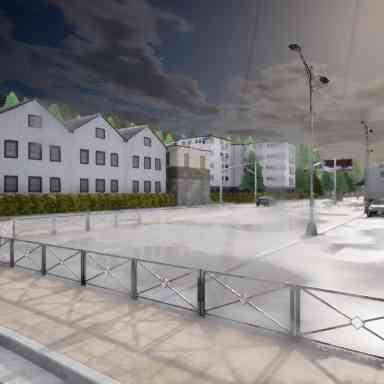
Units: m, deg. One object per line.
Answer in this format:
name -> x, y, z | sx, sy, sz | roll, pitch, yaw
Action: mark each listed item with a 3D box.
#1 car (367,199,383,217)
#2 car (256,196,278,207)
car -> 15.390, 1.298, 26.833 | 2.007, 1.523, 4.514 | 0, 0, 35
car -> 10.641, 1.313, 47.153 | 1.837, 1.490, 4.892 | 0, 0, 32
